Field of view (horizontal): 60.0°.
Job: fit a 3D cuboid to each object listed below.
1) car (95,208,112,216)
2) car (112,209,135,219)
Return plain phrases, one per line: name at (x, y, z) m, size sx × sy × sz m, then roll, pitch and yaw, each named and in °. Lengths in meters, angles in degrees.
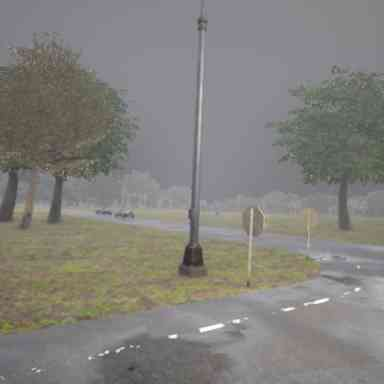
car at (-16.429, 3.668, 61.817) m, size 1.895 × 1.301 × 4.718 m, roll 5°, pitch -3°, yaw -34°
car at (-10.752, 3.493, 53.548) m, size 1.812 × 1.442 × 4.674 m, roll 5°, pitch -4°, yaw -34°
